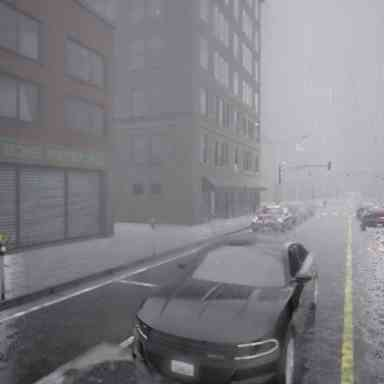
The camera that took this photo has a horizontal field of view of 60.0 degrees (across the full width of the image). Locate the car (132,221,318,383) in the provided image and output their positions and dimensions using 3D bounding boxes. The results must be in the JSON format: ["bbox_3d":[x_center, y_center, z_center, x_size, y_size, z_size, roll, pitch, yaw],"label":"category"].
[{"bbox_3d":[0.974,1.520,5.604,1.882,1.535,5.008,0,0,25],"label":"car"}]

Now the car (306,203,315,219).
[{"bbox_3d":[9.803,1.818,30.547,2.008,1.369,4.403,-1,-1,26],"label":"car"}]

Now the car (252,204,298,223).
[{"bbox_3d":[5.062,1.609,20.611,1.967,1.590,4.097,-1,-1,26],"label":"car"}]

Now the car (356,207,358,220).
[{"bbox_3d":[16.553,1.793,31.199,1.882,1.535,5.008,0,0,26],"label":"car"}]

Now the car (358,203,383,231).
[{"bbox_3d":[12.101,1.726,21.801,1.837,1.490,4.892,0,-1,26],"label":"car"}]

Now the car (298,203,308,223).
[{"bbox_3d":[7.433,1.784,25.578,1.947,1.339,4.313,-1,-1,26],"label":"car"}]
